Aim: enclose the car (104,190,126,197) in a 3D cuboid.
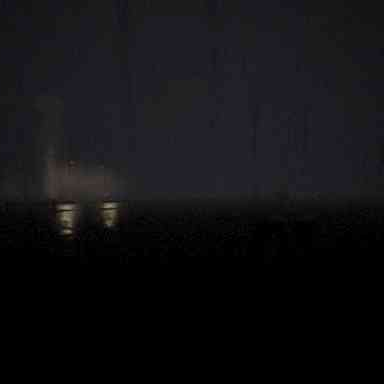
[{"bbox_3d":[-17.114,0.539,74.956,2.150,2.045,5.566,-1,0,40],"label":"car"}]
